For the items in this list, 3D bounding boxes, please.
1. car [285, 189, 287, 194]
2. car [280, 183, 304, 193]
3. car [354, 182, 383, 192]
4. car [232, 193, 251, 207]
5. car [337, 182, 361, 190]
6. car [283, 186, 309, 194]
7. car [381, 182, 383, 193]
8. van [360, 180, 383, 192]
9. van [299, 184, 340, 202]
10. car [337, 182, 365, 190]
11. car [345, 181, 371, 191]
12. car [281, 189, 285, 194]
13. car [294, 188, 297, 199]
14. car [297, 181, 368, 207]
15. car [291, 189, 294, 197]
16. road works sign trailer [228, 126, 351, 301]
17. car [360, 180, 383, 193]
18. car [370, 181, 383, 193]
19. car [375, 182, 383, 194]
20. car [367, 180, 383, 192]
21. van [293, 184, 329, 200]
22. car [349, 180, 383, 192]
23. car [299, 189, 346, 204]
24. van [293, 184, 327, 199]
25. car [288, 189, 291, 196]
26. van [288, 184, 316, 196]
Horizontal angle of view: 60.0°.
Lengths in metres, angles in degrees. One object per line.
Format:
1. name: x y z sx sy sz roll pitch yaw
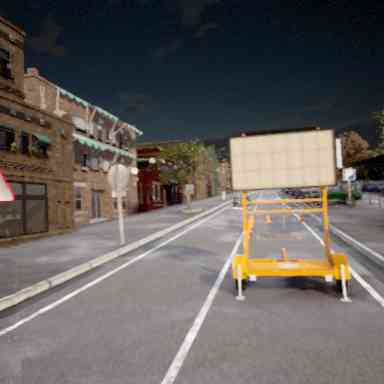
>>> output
1. car: 19.141 -0.035 57.373 4.892 1.521 2.231 -3 1 13
2. car: 24.561 -1.010 81.998 5.566 2.045 2.435 -3 1 13
3. car: 34.004 -0.954 63.215 5.366 1.575 1.946 -3 1 13
4. car: 5.923 0.916 39.661 1.812 1.442 4.674 -3 1 13
5. car: 37.437 -1.423 79.508 4.892 1.521 2.231 -3 1 13
6. car: 22.167 -0.434 71.056 4.892 1.521 2.231 -3 1 13
7. car: 30.392 -0.508 46.960 5.366 1.575 1.946 -3 1 13
8. van: 33.323 -1.092 60.519 4.442 1.987 1.878 -3 1 13
9. van: 15.586 0.126 40.925 4.442 1.987 1.878 -3 1 13
10. car: 36.649 -1.337 76.840 5.366 1.575 1.946 -3 1 13
11. car: 35.651 -1.310 71.375 4.553 1.767 2.185 -3 1 13
12. car: 20.309 -0.441 62.849 5.566 2.045 2.435 -3 1 13
13. car: 14.087 0.483 35.522 5.366 1.575 1.946 -3 1 13
14. car: 13.618 0.286 32.749 5.566 2.045 2.435 -3 1 13
15. car: 16.088 0.299 43.690 5.008 1.535 2.097 -3 1 13
16. road works sign trailer: 2.172 0.327 7.925 2.380 3.560 2.880 -3 0 13
17. car: 32.634 -1.033 57.829 5.566 2.045 2.435 -3 1 13
18. car: 31.446 -0.604 52.416 4.792 1.488 2.163 -3 1 13
19. car: 30.786 -0.528 49.712 4.792 1.488 2.163 -3 1 13
20. car: 31.977 -0.955 55.132 5.566 2.045 2.435 -3 1 13
21. van: 16.577 0.018 46.452 4.442 1.987 1.878 -3 1 13
22. car: 34.439 -1.274 65.954 5.566 2.045 2.435 -3 1 13
23. car: 14.881 0.457 38.217 4.674 1.452 2.002 -3 1 13
24. van: 17.412 -0.057 49.135 4.442 1.987 1.878 -3 1 13
25. car: 17.949 0.138 51.892 4.792 1.488 2.163 -3 1 13
26. van: 19.845 -0.342 60.085 4.442 1.987 1.878 -3 1 13
